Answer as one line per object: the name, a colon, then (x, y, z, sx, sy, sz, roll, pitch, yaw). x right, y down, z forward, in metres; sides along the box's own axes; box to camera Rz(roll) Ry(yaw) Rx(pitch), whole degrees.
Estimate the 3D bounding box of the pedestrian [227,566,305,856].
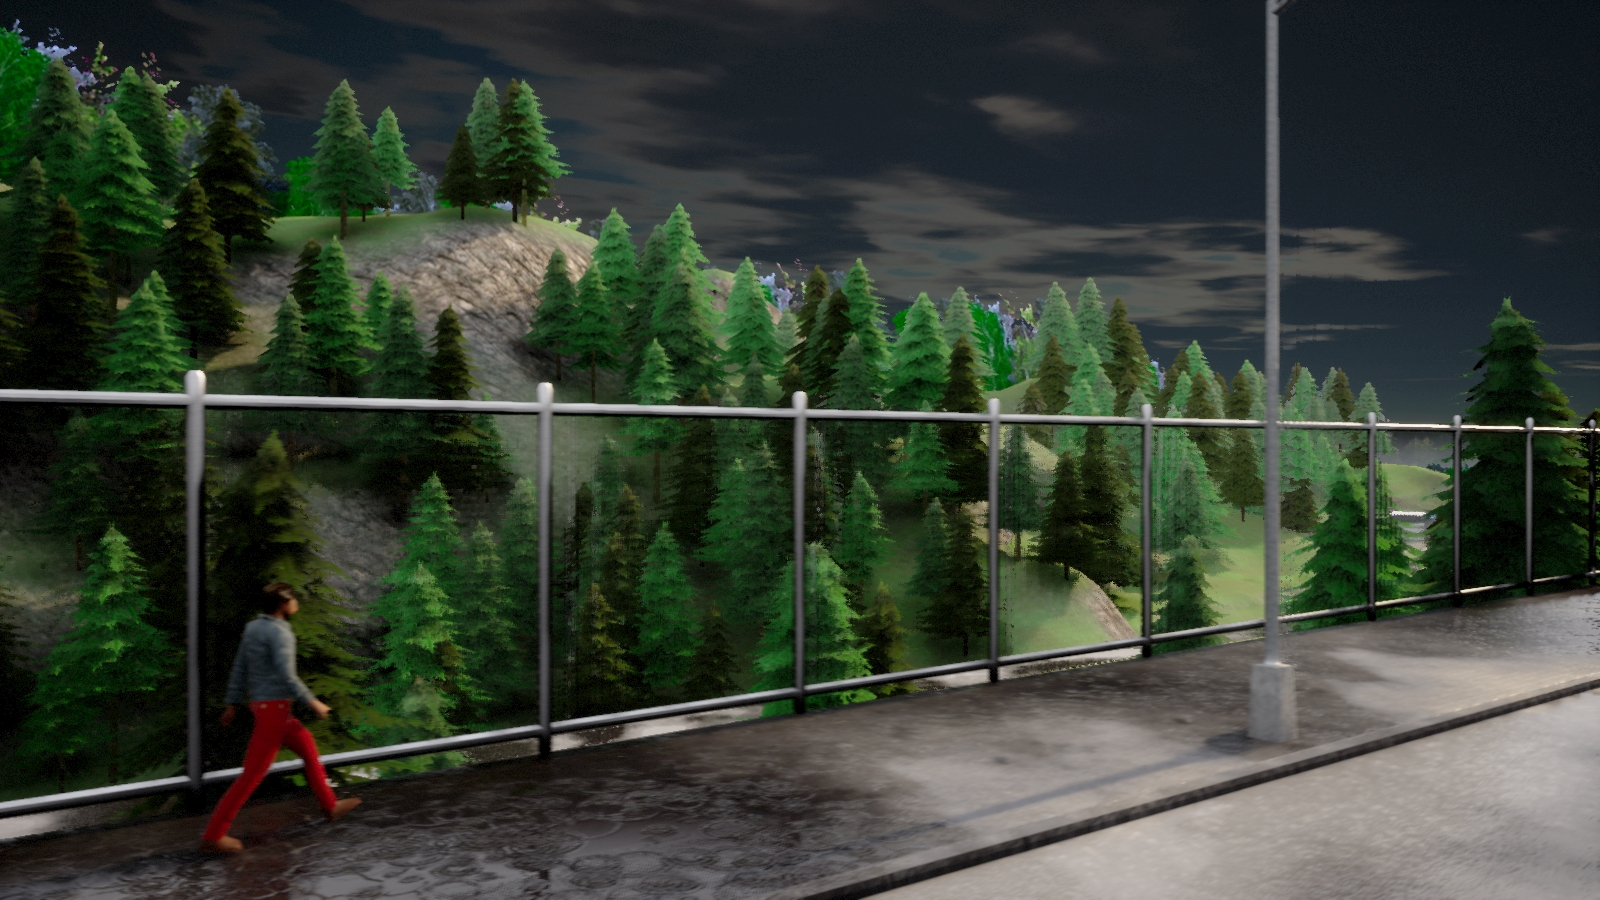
pedestrian: (-3.639, 1.745, 7.785, 0.375, 1.860, 0.375, 0, 0, -44)
